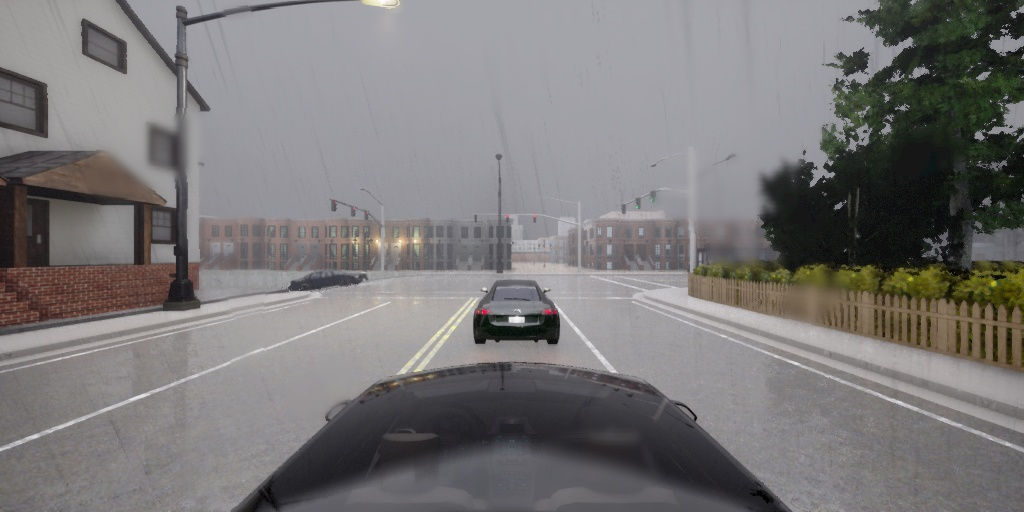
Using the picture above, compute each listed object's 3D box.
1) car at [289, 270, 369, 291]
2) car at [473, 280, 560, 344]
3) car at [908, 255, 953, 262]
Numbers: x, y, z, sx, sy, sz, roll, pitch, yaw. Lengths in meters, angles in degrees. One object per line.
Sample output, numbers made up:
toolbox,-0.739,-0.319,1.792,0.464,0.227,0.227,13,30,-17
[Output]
car,-13.605,1.736,26.662,5.357,1.411,2.033,-8,0,4
car,0.101,1.314,9.569,1.994,1.385,4.181,0,0,0
car,32.099,0.971,27.065,5.566,2.045,2.150,0,0,0
